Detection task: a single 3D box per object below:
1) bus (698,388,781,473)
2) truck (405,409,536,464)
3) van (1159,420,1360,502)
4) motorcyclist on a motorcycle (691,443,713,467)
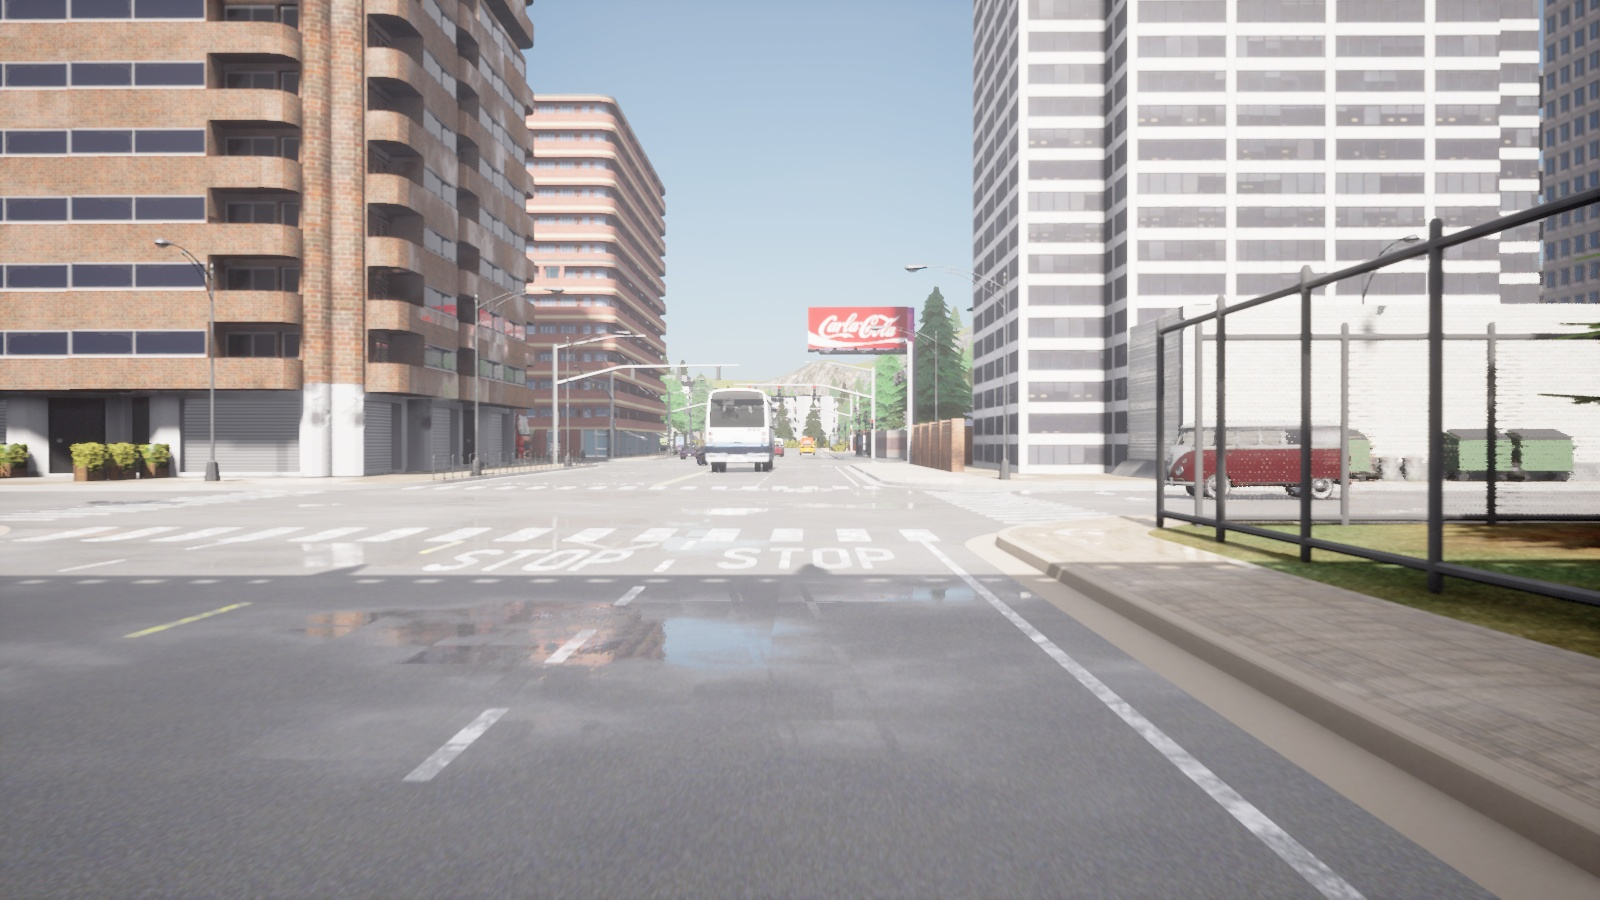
[{"bbox_3d":[-3.097,-1.015,67.878,3.944,4.253,10.273,0,0,0],"label":"bus"},{"bbox_3d":[-23.202,-0.936,88.652,8.468,3.827,2.891,0,0,1],"label":"truck"},{"bbox_3d":[11.585,0.270,31.866,4.442,1.987,1.775,0,0,0],"label":"van"},{"bbox_3d":[-6.323,0.320,81.037,0.866,1.530,2.191,1,0,9],"label":"motorcyclist on a motorcycle"}]
